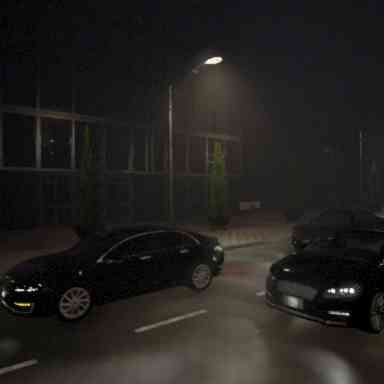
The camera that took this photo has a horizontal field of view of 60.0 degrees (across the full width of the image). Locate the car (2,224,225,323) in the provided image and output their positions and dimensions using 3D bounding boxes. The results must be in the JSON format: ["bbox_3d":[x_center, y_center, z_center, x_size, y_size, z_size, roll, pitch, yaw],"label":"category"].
[{"bbox_3d":[-1.421,1.537,7.395,4.892,1.490,1.837,-1,0,-38],"label":"car"}]

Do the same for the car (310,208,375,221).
[{"bbox_3d":[5.964,1.442,13.185,5.008,1.535,1.882,-1,0,-38],"label":"car"}]

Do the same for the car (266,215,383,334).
[{"bbox_3d":[3.533,1.470,6.825,4.902,1.511,2.128,-1,0,-38],"label":"car"}]
